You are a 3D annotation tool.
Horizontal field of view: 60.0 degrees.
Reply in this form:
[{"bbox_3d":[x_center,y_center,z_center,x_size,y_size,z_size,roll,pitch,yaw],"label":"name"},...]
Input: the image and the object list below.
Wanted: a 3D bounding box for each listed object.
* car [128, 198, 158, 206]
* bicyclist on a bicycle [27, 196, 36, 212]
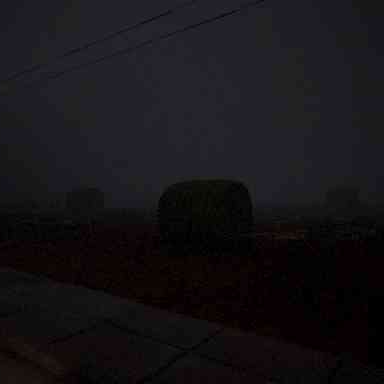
[{"bbox_3d":[-7.448,1.581,51.309,1.895,1.301,4.718,0,0,38],"label":"car"},{"bbox_3d":[-16.315,1.264,33.809,1.656,1.620,0.582,0,0,38],"label":"bicyclist on a bicycle"}]
